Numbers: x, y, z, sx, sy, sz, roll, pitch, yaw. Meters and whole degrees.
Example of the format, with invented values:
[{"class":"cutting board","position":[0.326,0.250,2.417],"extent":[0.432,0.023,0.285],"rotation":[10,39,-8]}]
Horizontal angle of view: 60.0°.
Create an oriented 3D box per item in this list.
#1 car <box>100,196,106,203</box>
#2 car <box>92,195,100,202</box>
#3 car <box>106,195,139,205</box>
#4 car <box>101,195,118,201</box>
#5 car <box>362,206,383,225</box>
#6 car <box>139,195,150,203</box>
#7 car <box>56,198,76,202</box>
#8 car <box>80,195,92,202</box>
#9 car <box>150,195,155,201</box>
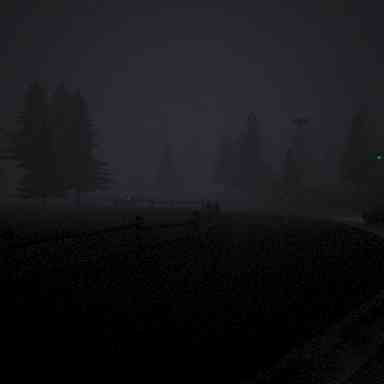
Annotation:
[{"class":"car","position":[-14.398,1.372,61.055],"extent":[1.837,1.490,4.892],"rotation":[0,0,-44]},{"class":"car","position":[-21.447,1.411,73.394],"extent":[1.994,1.385,4.181],"rotation":[0,0,-44]},{"class":"car","position":[-10.983,1.375,52.391],"extent":[2.128,1.511,4.902],"rotation":[0,0,-44]},{"class":"car","position":[-18.743,1.393,75.628],"extent":[1.994,1.385,4.181],"rotation":[0,0,-44]},{"class":"car","position":[12.311,1.491,20.485],"extent":[1.895,1.301,4.718],"rotation":[0,0,5]},{"class":"car","position":[-10.598,1.329,62.140],"extent":[1.882,1.535,5.008],"rotation":[0,-1,-44]},{"class":"car","position":[-26.255,1.247,68.300],"extent":[2.097,1.767,4.553],"rotation":[0,0,-44]},{"class":"car","position":[-23.979,1.230,70.984],"extent":[2.097,1.767,4.553],"rotation":[0,0,-44]},{"class":"car","position":[-9.267,1.312,65.817],"extent":[1.882,1.535,5.008],"rotation":[0,0,-44]}]
